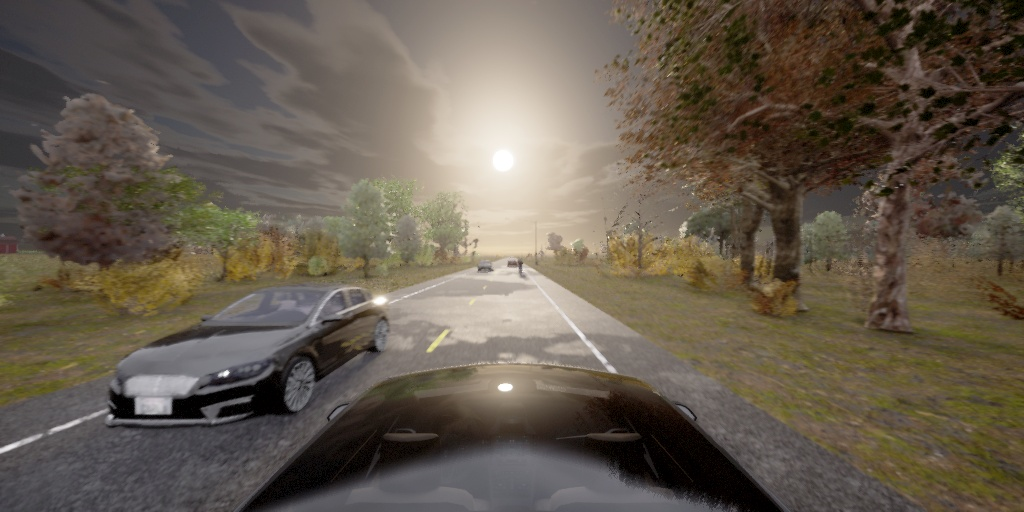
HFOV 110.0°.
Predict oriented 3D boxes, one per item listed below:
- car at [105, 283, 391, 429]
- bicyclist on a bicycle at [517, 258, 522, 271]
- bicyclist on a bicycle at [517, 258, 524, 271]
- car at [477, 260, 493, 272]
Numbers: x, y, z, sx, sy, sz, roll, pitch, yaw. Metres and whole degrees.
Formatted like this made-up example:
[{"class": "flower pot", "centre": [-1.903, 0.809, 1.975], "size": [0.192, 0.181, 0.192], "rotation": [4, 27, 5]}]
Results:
[{"class": "car", "centre": [-3.594, 1.247, 6.051], "size": [2.128, 1.511, 4.902], "rotation": [0, 0, 0]}, {"class": "bicyclist on a bicycle", "centre": [0.980, 1.167, 48.580], "size": [0.659, 1.776, 1.843], "rotation": [0, 0, 0]}, {"class": "bicyclist on a bicycle", "centre": [0.977, 1.160, 39.581], "size": [0.659, 1.776, 1.843], "rotation": [0, 0, 0]}, {"class": "car", "centre": [-3.543, 1.300, 47.842], "size": [1.837, 1.490, 4.892], "rotation": [0, 0, 0]}]
